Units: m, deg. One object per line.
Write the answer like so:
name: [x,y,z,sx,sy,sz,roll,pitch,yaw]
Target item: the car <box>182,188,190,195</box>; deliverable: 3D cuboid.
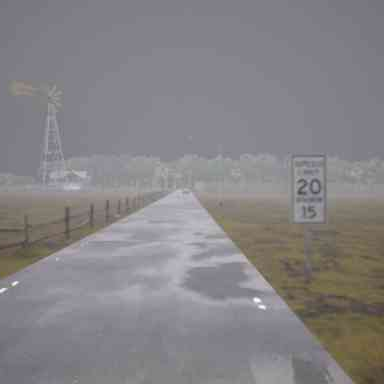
car: [-1.631,-0.094,89.993,1.882,1.535,5.008,-1,1,-1]
